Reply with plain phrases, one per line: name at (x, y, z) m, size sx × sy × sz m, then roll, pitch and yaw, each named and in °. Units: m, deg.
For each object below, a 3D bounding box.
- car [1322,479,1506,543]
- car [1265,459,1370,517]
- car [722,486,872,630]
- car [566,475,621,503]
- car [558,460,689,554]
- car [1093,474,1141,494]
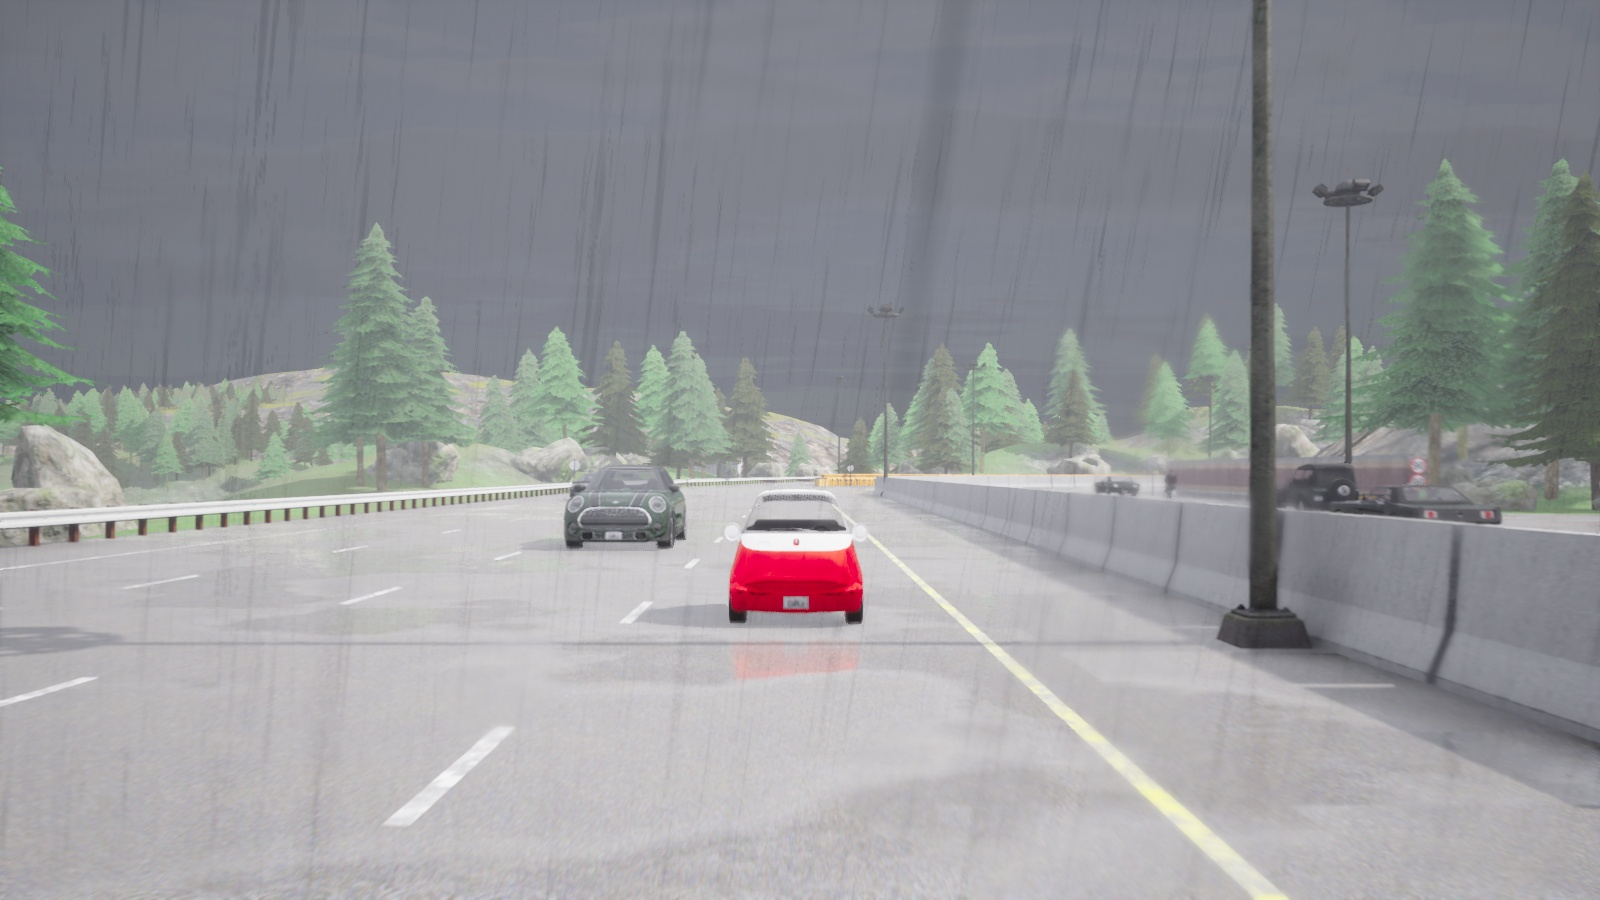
car at (13.929, 1.342, 28.843) m, size 1.895 × 1.301 × 4.718 m, roll 0°, pitch -1°, yaw 0°
car at (17.364, 1.249, 42.310) m, size 1.905 × 1.878 × 3.866 m, roll 0°, pitch -1°, yaw 0°
car at (-0.031, 1.098, 13.521) m, size 1.481 × 1.376 × 2.207 m, roll 0°, pitch -1°, yaw 0°
car at (-10.756, 2.006, 65.828) m, size 2.033 × 1.411 × 5.357 m, roll 0°, pitch -1°, yaw 0°
car at (-3.560, 1.125, 26.185) m, size 2.097 × 1.767 × 4.553 m, roll 0°, pitch -1°, yaw 0°
car at (20.666, 2.205, 82.036) m, size 1.895 × 1.301 × 4.718 m, roll 0°, pitch -1°, yaw 0°
